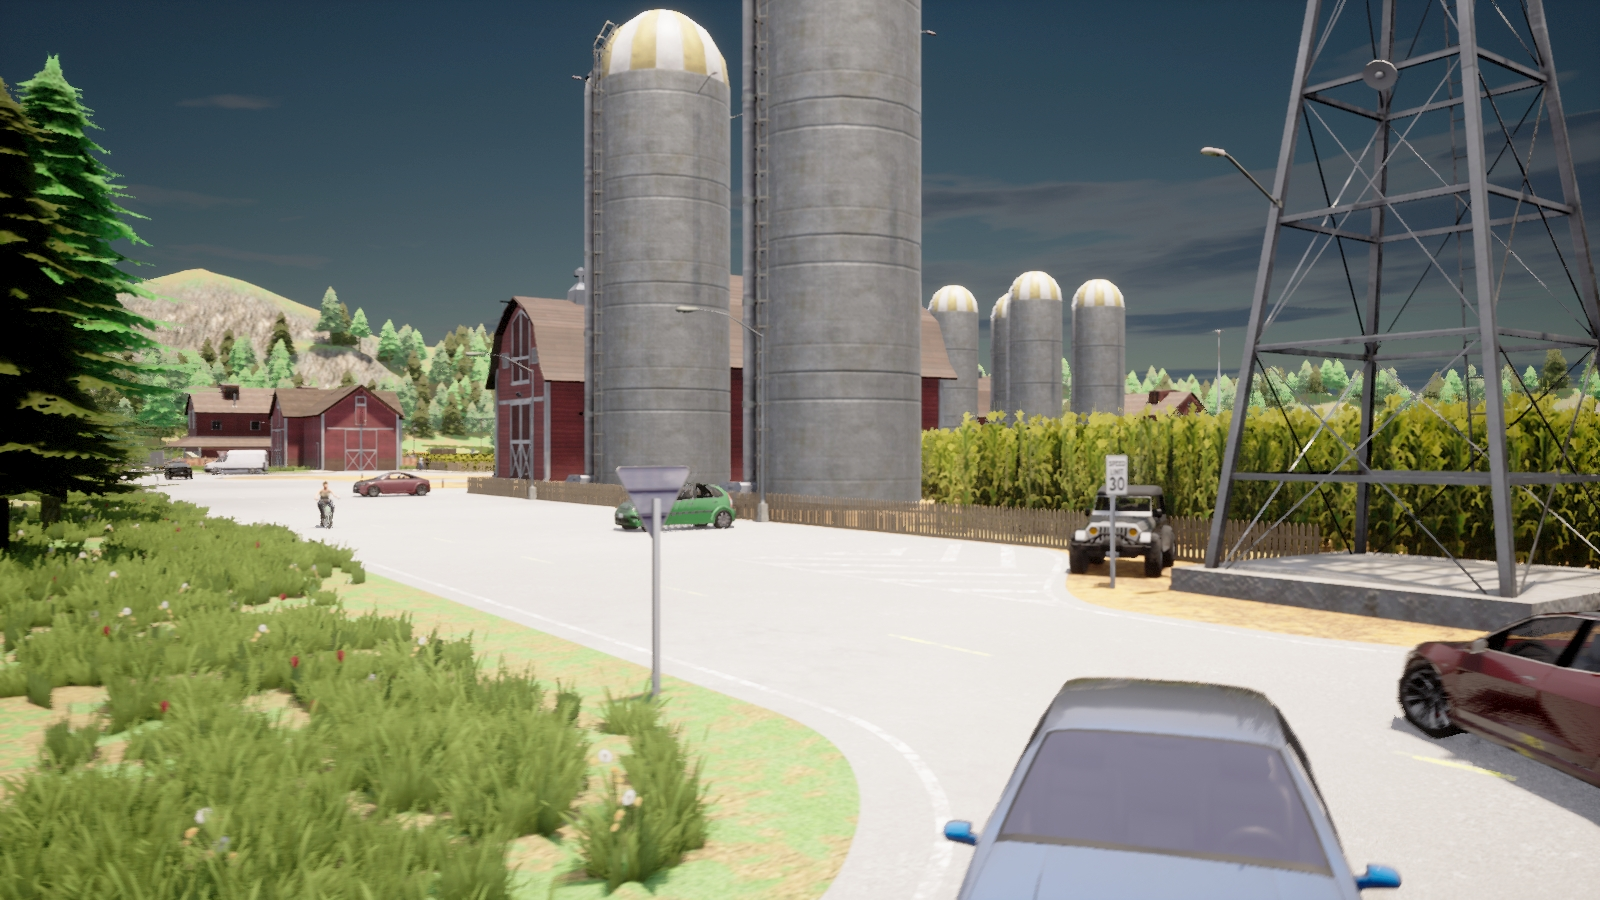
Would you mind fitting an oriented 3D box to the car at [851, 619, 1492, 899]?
[{"bbox_3d":[1.994,2.086,6.282,2.033,1.411,5.357,0,1,18],"label":"car"}]

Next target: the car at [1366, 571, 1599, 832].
[{"bbox_3d":[6.899,2.022,9.399,2.163,1.488,4.792,0,0,1],"label":"car"}]

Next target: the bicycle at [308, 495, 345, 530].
[{"bbox_3d":[-16.004,2.110,38.590,0.859,1.080,1.487,0,0,-34],"label":"bicycle"}]
